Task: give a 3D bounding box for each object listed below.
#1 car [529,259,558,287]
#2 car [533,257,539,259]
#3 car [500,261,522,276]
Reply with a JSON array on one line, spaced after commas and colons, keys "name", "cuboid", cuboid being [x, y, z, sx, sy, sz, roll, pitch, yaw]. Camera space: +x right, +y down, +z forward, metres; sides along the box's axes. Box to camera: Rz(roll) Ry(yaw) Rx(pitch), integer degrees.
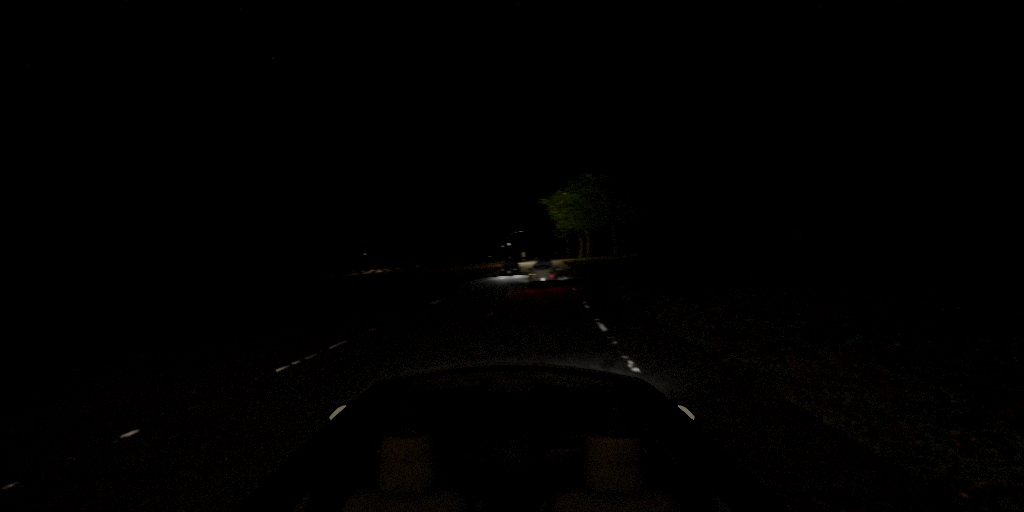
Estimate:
[{"name": "car", "cuboid": [2.096, 1.153, 23.952, 1.812, 1.442, 4.674, -4, 0, 6]}, {"name": "car", "cuboid": [3.594, 1.018, 39.350, 1.812, 1.442, 4.674, -4, 0, 6]}, {"name": "car", "cuboid": [-0.083, 1.288, 38.220, 1.812, 1.442, 4.674, -4, 0, 6]}]
